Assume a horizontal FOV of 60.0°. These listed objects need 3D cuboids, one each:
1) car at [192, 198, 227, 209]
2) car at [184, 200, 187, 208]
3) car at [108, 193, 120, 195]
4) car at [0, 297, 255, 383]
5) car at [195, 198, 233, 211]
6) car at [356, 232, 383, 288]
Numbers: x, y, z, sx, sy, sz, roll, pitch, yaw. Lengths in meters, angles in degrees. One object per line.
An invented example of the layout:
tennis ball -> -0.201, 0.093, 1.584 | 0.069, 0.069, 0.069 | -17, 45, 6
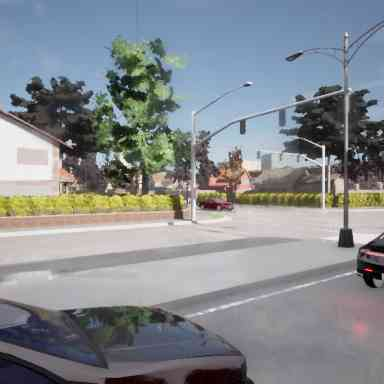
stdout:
car -> 2.455, 1.547, 47.159 | 2.033, 1.411, 5.357 | 0, 0, -36
car -> -2.518, 1.352, 47.708 | 2.097, 1.767, 4.553 | 0, 0, -36
car -> -14.769, 1.221, 64.650 | 2.150, 2.045, 5.566 | 0, 0, -35
car -> -2.019, 1.547, 2.308 | 5.357, 1.411, 2.033 | 0, 0, -35
car -> 2.896, 1.478, 40.265 | 1.882, 1.535, 5.008 | 0, 0, -36
car -> 5.897, 1.492, 7.997 | 4.902, 1.511, 2.128 | 0, 0, -35
